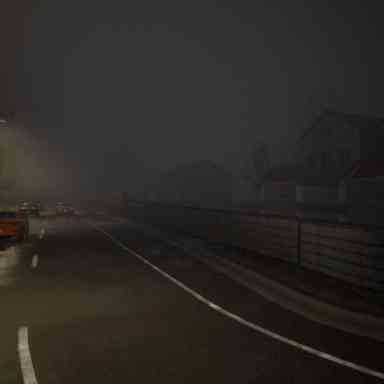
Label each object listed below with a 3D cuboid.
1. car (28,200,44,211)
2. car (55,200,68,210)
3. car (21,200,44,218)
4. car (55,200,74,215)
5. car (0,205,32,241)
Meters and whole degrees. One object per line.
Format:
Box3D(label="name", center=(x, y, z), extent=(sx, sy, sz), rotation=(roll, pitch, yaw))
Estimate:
Box3D(label="car", center=(-22.965, 1.961, 49.083), extent=(1.882, 1.535, 5.008), rotation=(1, -1, -23))
Box3D(label="car", center=(-21.591, 2.108, 54.841), extent=(1.812, 1.442, 4.674), rotation=(1, -1, -23))
Box3D(label="car", center=(-16.882, 1.824, 34.528), extent=(2.128, 1.511, 4.902), rotation=(1, -1, -23))
Box3D(label="car", center=(-15.071, 1.948, 39.269), extent=(1.812, 1.442, 4.674), rotation=(1, -1, -23))
Box3D(label="car", center=(-9.646, 1.635, 17.230), extent=(1.882, 1.535, 5.008), rotation=(1, -1, -23))
